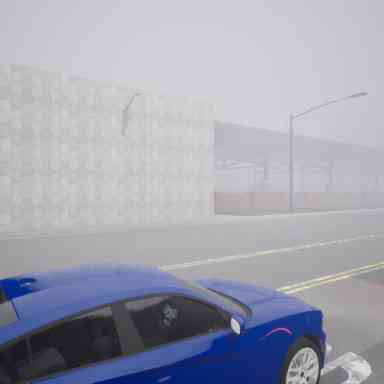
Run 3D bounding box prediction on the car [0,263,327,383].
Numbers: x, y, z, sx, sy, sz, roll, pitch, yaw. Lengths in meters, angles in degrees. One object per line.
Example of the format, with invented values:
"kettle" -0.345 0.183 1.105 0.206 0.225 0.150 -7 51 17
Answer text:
"car" -0.693 1.478 3.255 5.008 1.535 1.882 0 0 -36
